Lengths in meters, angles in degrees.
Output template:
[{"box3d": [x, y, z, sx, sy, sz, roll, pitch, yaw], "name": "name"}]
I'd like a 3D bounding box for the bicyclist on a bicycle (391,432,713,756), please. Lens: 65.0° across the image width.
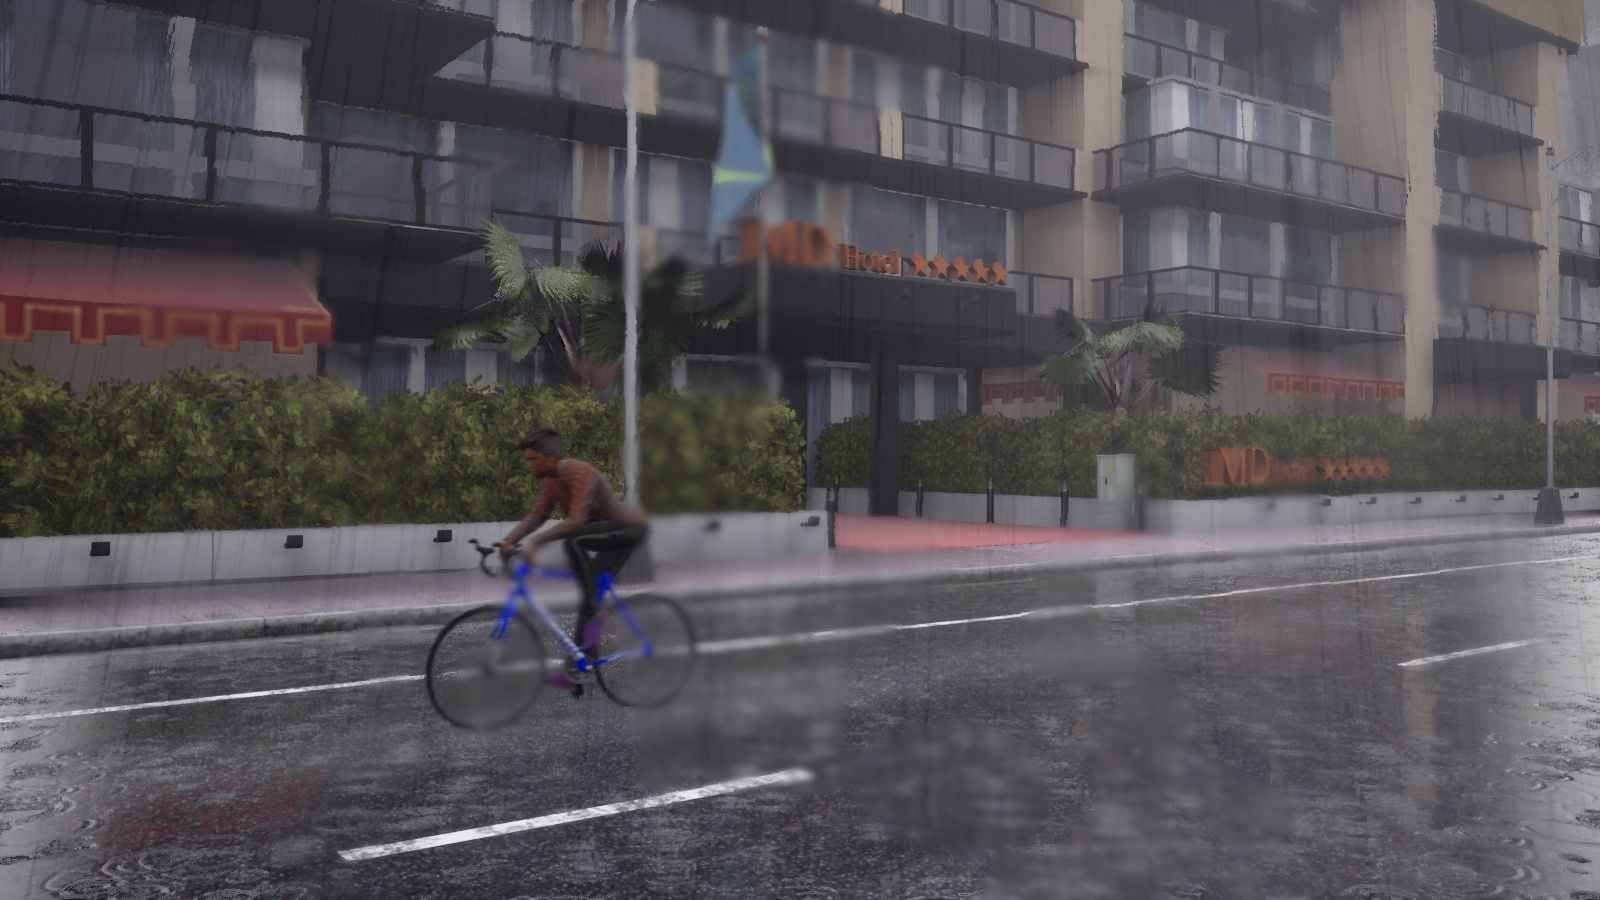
[{"box3d": [-1.352, 0.718, 6.998, 1.656, 1.620, 0.582, 0, 0, -36], "name": "bicyclist on a bicycle"}]
